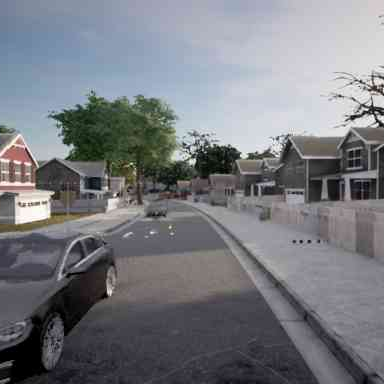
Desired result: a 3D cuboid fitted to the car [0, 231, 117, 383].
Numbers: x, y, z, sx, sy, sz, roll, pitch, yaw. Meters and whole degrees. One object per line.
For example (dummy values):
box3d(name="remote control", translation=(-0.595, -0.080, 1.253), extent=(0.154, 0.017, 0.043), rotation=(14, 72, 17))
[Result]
box3d(name="car", translation=(-2.629, 1.492, 5.665), extent=(2.128, 1.511, 4.902), rotation=(0, 0, 0))

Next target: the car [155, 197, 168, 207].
box3d(name="car", translation=(-5.078, 1.632, 55.002), extent=(2.033, 1.411, 5.357), rotation=(0, 0, -5))

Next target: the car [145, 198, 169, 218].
box3d(name="car", translation=(-3.187, 1.583, 30.723), extent=(1.837, 1.490, 4.892), rotation=(0, 0, -3))
